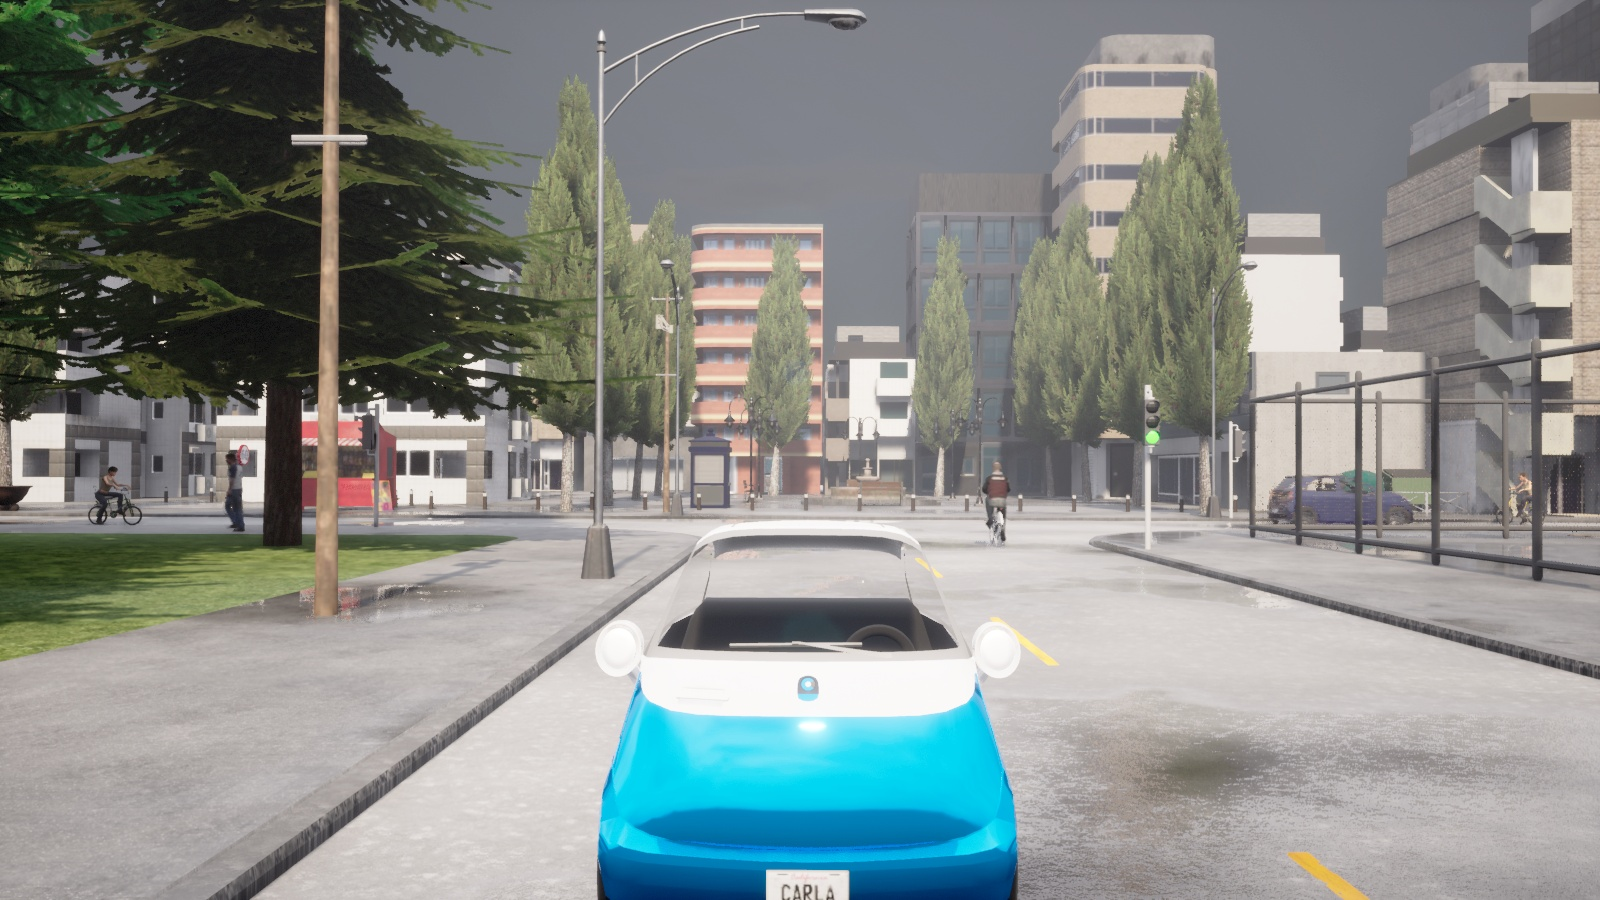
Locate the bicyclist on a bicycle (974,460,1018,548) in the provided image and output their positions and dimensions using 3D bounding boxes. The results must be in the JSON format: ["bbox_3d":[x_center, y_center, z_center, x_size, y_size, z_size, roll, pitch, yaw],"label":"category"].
[{"bbox_3d":[4.125,1.113,26.544,0.659,1.776,1.843,0,-1,0],"label":"bicyclist on a bicycle"}]

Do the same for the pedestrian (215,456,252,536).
[{"bbox_3d":[-13.099,1.063,29.031,0.706,1.836,0.354,0,-1,-5],"label":"pedestrian"}]

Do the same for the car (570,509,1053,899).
[{"bbox_3d":[0.037,0.953,4.965,1.481,1.376,2.207,0,-1,0],"label":"car"}]

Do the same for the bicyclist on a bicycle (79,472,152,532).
[{"bbox_3d":[-18.738,1.402,34.391,1.509,1.612,0.866,0,-1,1],"label":"bicyclist on a bicycle"}]

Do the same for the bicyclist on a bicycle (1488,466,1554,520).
[{"bbox_3d":[21.948,1.304,38.248,1.509,1.612,0.866,0,-1,0],"label":"bicyclist on a bicycle"}]

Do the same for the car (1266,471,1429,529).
[{"bbox_3d":[14.887,1.343,34.273,3.633,1.501,1.845,0,-1,-1],"label":"car"}]
